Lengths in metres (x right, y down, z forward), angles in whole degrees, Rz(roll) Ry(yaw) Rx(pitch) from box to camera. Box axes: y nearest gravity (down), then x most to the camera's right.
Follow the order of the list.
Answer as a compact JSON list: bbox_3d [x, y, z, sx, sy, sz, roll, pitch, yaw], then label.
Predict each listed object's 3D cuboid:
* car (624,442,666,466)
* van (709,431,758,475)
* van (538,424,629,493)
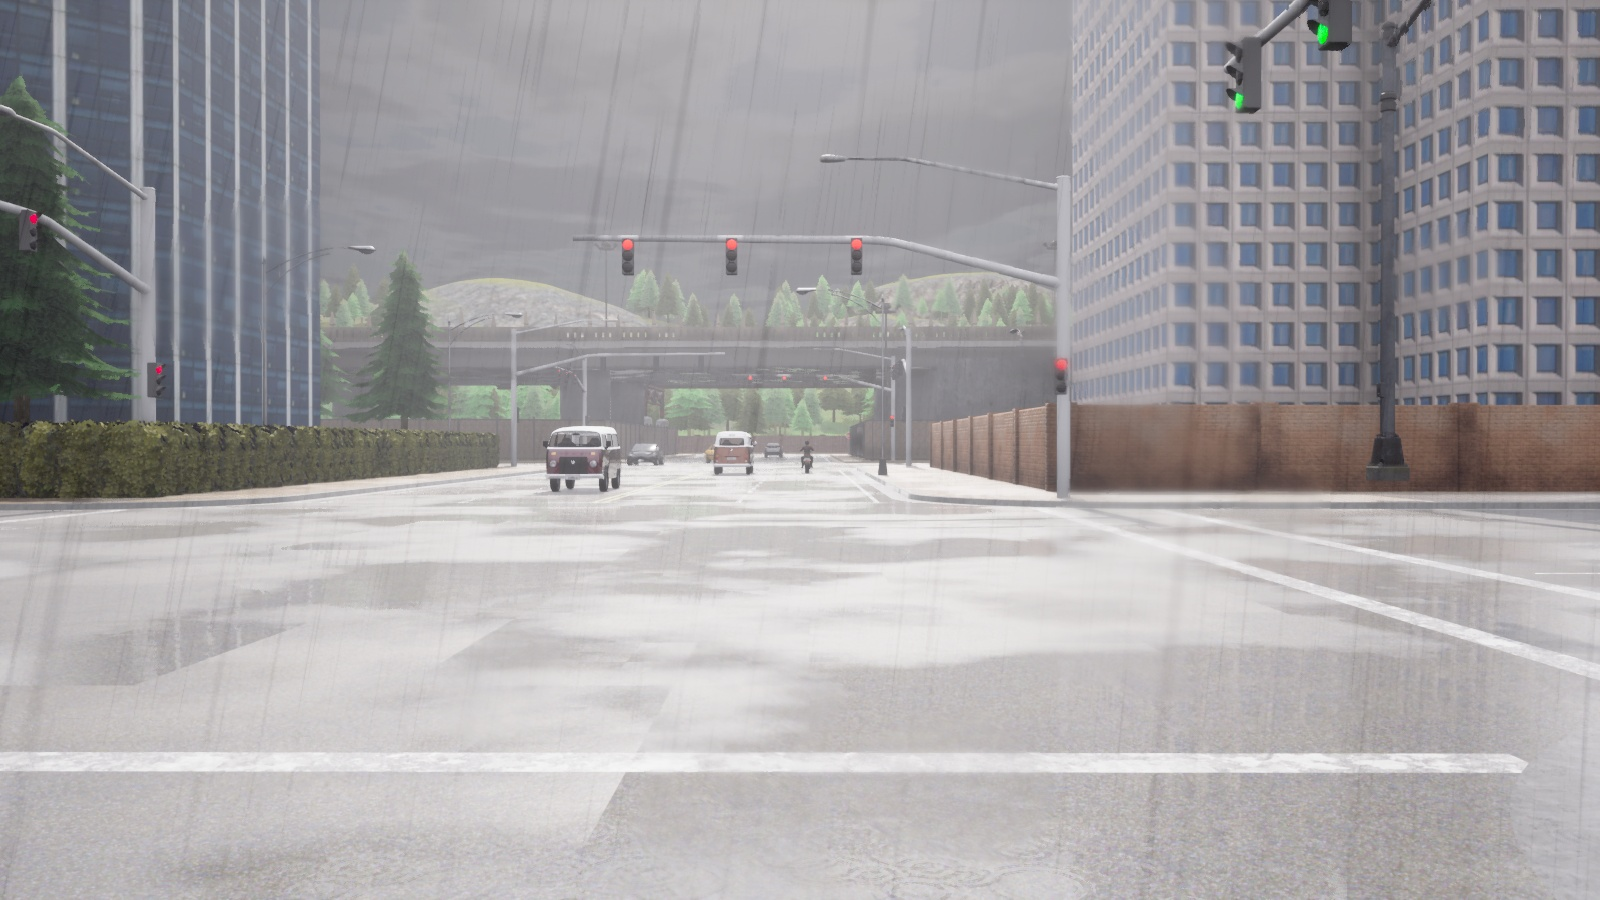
[{"bbox_3d":[-10.043,0.252,81.765,2.163,1.488,4.792,0,0,0],"label":"car"},{"bbox_3d":[-3.158,0.126,60.408,2.069,2.038,4.480,0,0,0],"label":"van"},{"bbox_3d":[-6.770,0.240,39.687,2.069,2.038,4.480,0,0,0],"label":"van"}]
